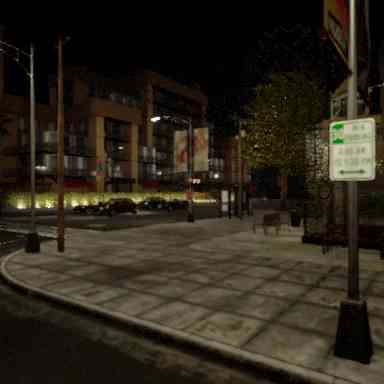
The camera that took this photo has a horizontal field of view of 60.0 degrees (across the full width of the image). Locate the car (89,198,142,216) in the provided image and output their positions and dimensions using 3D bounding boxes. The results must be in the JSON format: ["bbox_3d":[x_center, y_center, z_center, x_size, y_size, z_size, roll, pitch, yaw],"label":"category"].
[{"bbox_3d":[-7.605,1.407,33.435,2.097,1.767,4.553,0,0,35],"label":"car"}]

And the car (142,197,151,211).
[{"bbox_3d":[-5.197,1.414,42.965,2.097,1.767,4.553,0,0,35],"label":"car"}]

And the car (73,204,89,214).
[{"bbox_3d":[-10.311,1.663,35.676,1.895,1.301,4.718,0,0,35],"label":"car"}]

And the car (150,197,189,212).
[{"bbox_3d":[-2.358,1.547,40.918,2.128,1.511,4.902,0,0,35],"label":"car"}]
